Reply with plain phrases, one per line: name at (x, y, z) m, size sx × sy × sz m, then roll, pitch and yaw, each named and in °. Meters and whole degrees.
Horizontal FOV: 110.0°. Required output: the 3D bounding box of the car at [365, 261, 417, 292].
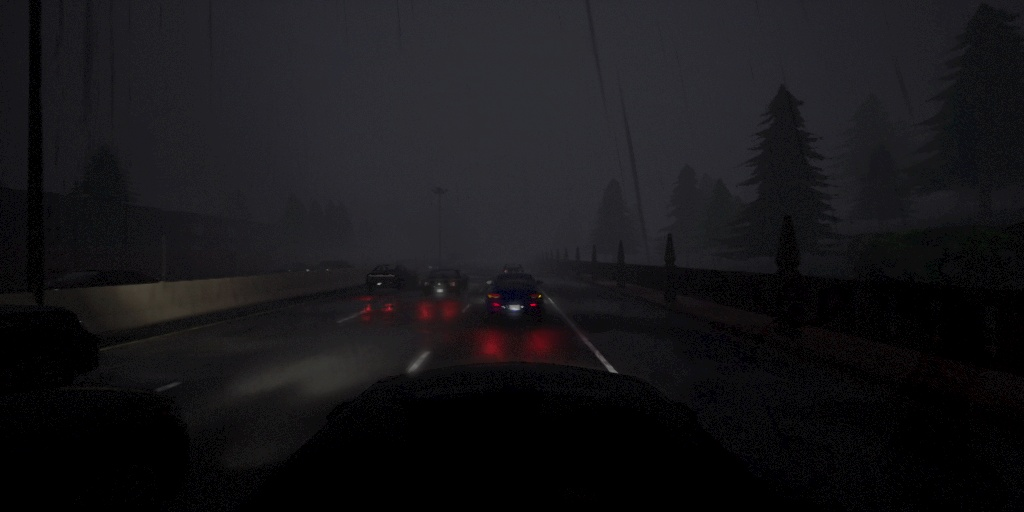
car at (-6.900, 1.243, 21.062) m, size 2.128 × 1.511 × 4.902 m, roll 0°, pitch 0°, yaw 0°

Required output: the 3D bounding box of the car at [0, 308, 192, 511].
car at (-3.400, 1.241, 0.757) m, size 2.128 × 1.511 × 4.902 m, roll 0°, pitch 0°, yaw 0°

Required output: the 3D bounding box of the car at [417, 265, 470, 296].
car at (-3.401, 1.352, 19.153) m, size 1.895 × 1.301 × 4.718 m, roll 0°, pitch 0°, yaw 0°

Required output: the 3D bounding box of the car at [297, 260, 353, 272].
car at (-14.100, 1.103, 27.810) m, size 2.097 × 1.767 × 4.553 m, roll 0°, pitch 0°, yaw 0°

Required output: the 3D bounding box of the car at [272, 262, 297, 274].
car at (-21.100, 1.300, 35.370) m, size 2.033 × 1.411 × 5.357 m, roll 0°, pitch 0°, yaw 0°

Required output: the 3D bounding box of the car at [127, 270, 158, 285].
car at (-17.601, 1.277, 15.120) m, size 1.812 × 1.442 × 4.674 m, roll 0°, pitch 0°, yaw 0°

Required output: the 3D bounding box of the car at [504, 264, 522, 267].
car at (0.099, 1.353, 32.847) m, size 1.895 × 1.301 × 4.718 m, roll 0°, pitch 0°, yaw 0°

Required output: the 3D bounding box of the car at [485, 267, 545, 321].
car at (0.093, 1.276, 12.342) m, size 1.812 × 1.442 × 4.674 m, roll 0°, pitch 0°, yaw 0°

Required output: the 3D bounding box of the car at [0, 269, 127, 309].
car at (-6.900, 0.971, 2.609) m, size 2.150 × 2.045 × 5.566 m, roll 0°, pitch 0°, yaw 0°

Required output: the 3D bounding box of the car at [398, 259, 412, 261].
car at (-17.919, 1.280, 57.460) m, size 1.812 × 1.442 × 4.674 m, roll 0°, pitch 1°, yaw -1°
